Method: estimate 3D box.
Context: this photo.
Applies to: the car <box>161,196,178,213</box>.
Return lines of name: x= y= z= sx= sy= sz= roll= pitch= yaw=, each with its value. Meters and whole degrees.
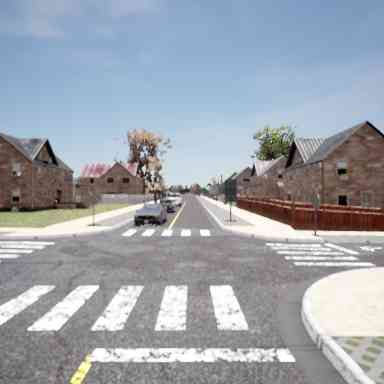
car: x=-2.862 y=1.514 z=37.069 sx=1.837 sy=1.490 sz=4.892 roll=0 pitch=1 yaw=0

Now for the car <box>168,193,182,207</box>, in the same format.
car: x=-2.803 y=1.229 z=52.550 sx=2.150 sy=2.045 sz=5.566 roll=0 pitch=1 yaw=4

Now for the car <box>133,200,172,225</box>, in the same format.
car: x=-2.900 y=1.556 z=24.403 sx=2.033 sy=1.411 sz=5.357 roll=0 pitch=0 yaw=2
